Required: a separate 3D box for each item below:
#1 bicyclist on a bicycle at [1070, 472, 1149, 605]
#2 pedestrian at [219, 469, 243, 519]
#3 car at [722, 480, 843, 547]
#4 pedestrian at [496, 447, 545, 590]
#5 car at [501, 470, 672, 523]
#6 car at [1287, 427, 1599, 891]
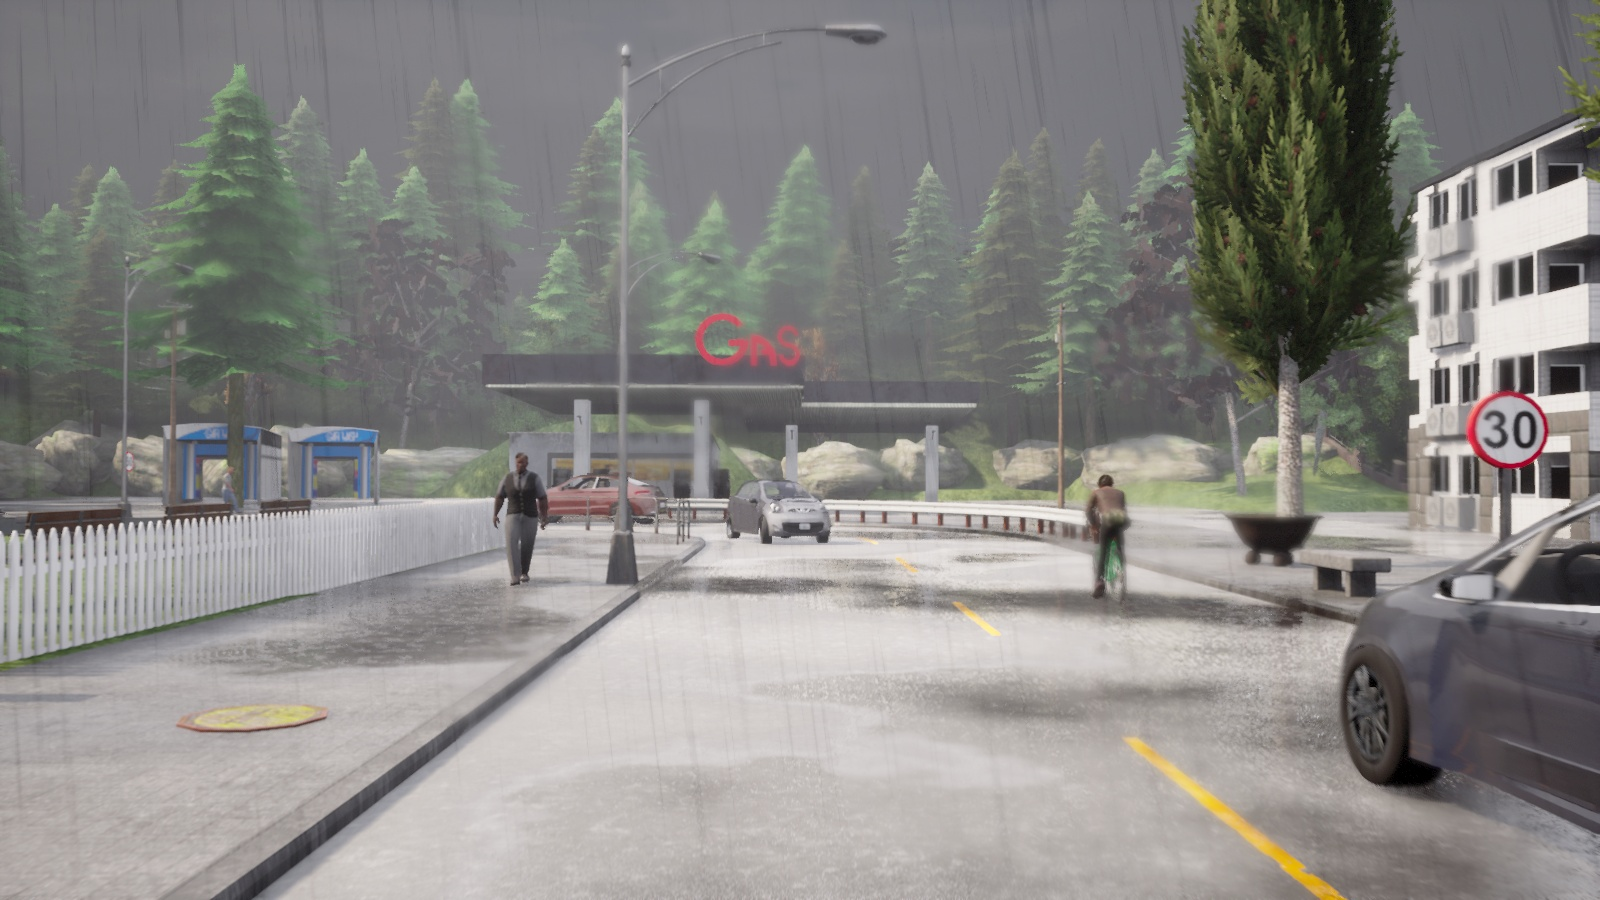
[{"bbox_3d":[3.971,1.107,16.219,0.582,1.620,1.656,0,-2,0],"label":"bicyclist on a bicycle"},{"bbox_3d":[-20.674,1.593,45.626,0.706,1.836,0.354,0,-1,-7],"label":"pedestrian"},{"bbox_3d":[-0.495,1.491,30.436,1.845,1.501,3.633,1,-1,-20],"label":"car"},{"bbox_3d":[-3.766,0.911,16.953,0.563,1.883,0.849,0,-1,-7],"label":"pedestrian"},{"bbox_3d":[-6.900,1.503,40.771,5.027,1.651,2.152,0,-1,13],"label":"car"},{"bbox_3d":[3.991,0.759,5.062,2.242,1.667,4.611,0,-1,0],"label":"car"}]
